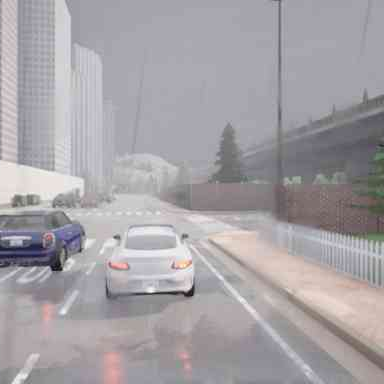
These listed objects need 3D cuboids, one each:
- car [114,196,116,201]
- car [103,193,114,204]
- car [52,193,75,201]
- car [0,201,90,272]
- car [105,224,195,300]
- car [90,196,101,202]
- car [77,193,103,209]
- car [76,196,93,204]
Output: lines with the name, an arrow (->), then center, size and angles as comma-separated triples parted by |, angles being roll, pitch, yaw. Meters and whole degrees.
car -> -18.637, 1.419, 76.703 | 1.812, 1.442, 4.674 | 0, 0, -9
car -> -16.441, 1.161, 62.293 | 2.150, 2.045, 5.566 | 0, 0, -8
car -> -17.408, 1.174, 45.327 | 2.150, 2.045, 5.566 | 0, 0, -9
car -> -4.843, 1.340, 10.738 | 2.097, 1.767, 4.553 | 0, 0, -8
car -> -1.017, 1.517, 8.328 | 1.812, 1.442, 4.674 | 0, 0, -7
car -> -22.091, 1.491, 76.137 | 1.895, 1.301, 4.718 | 0, 0, -9
car -> -13.871, 1.305, 45.365 | 2.097, 1.767, 4.553 | 0, 0, -9
car -> -19.865, 1.483, 61.589 | 2.033, 1.411, 5.357 | 0, 0, -8
